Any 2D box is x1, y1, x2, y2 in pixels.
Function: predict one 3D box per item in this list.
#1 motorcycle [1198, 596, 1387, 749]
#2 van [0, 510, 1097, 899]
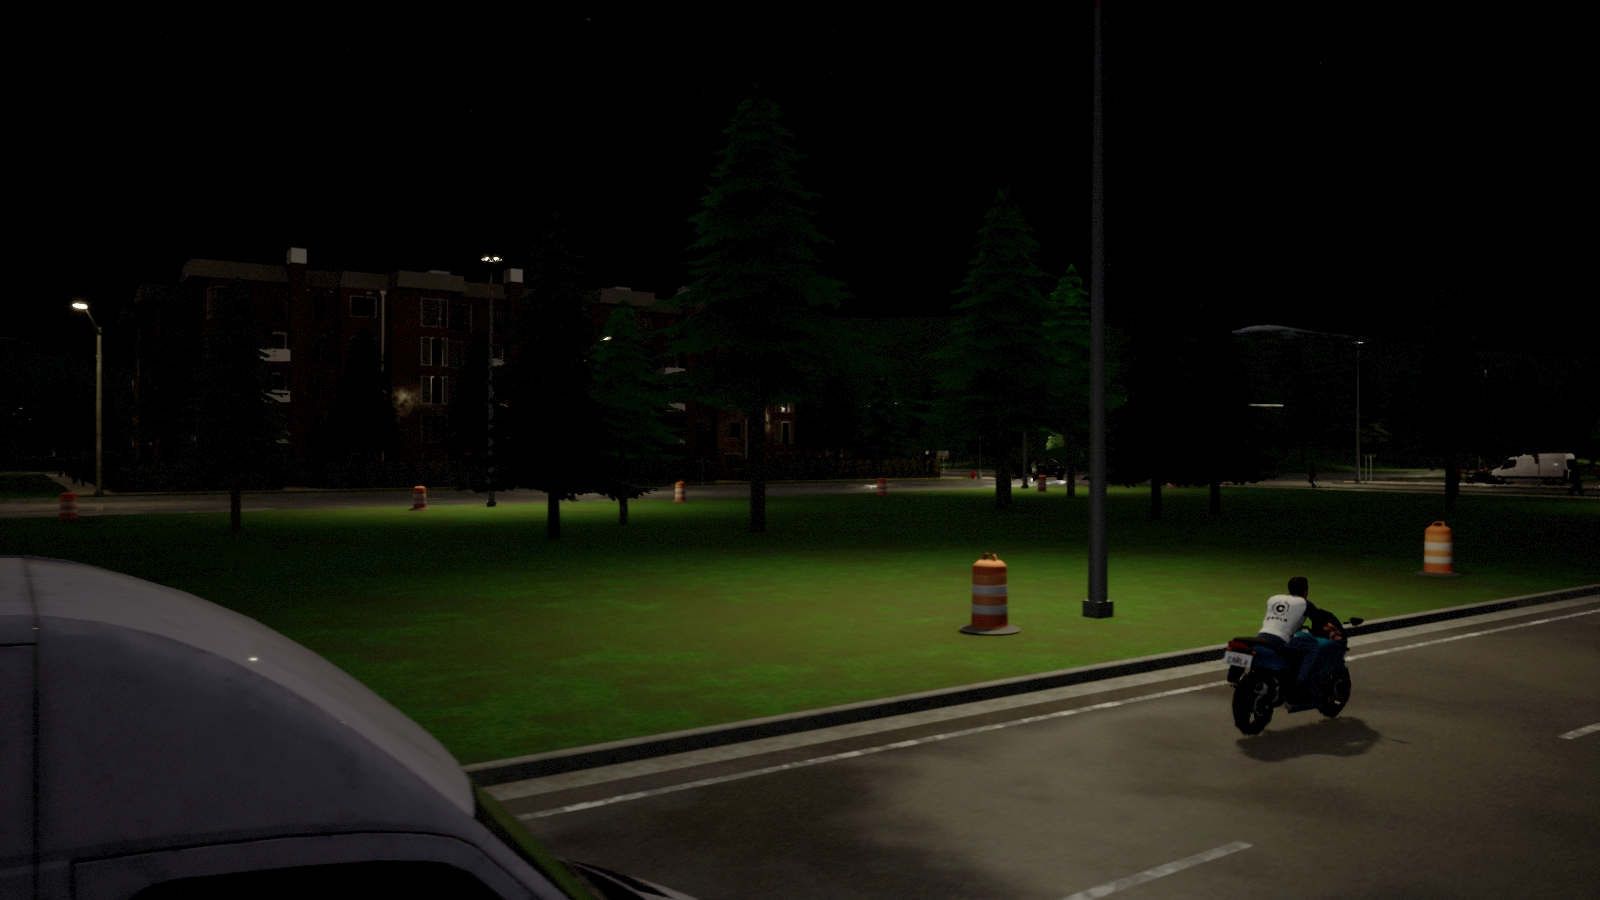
[{"bbox_3d":[5.003,2.187,11.560,2.033,1.199,0.803,0,0,-35],"label":"motorcycle"},{"bbox_3d":[-2.174,1.534,2.268,5.915,2.561,1.988,0,0,-35],"label":"van"}]
